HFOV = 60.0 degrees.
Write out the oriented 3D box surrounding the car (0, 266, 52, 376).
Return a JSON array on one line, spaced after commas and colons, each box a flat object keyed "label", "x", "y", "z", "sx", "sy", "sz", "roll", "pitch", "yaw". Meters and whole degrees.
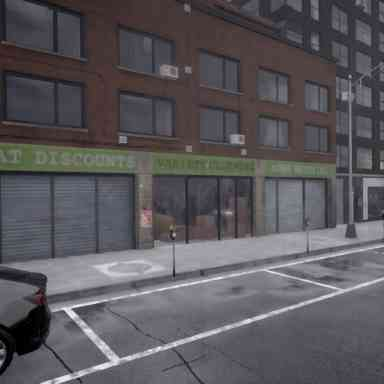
[{"label": "car", "x": -3.902, "y": 1.566, "z": 3.760, "sx": 4.313, "sy": 1.339, "sz": 1.947, "roll": 0, "pitch": -1, "yaw": -35}]
